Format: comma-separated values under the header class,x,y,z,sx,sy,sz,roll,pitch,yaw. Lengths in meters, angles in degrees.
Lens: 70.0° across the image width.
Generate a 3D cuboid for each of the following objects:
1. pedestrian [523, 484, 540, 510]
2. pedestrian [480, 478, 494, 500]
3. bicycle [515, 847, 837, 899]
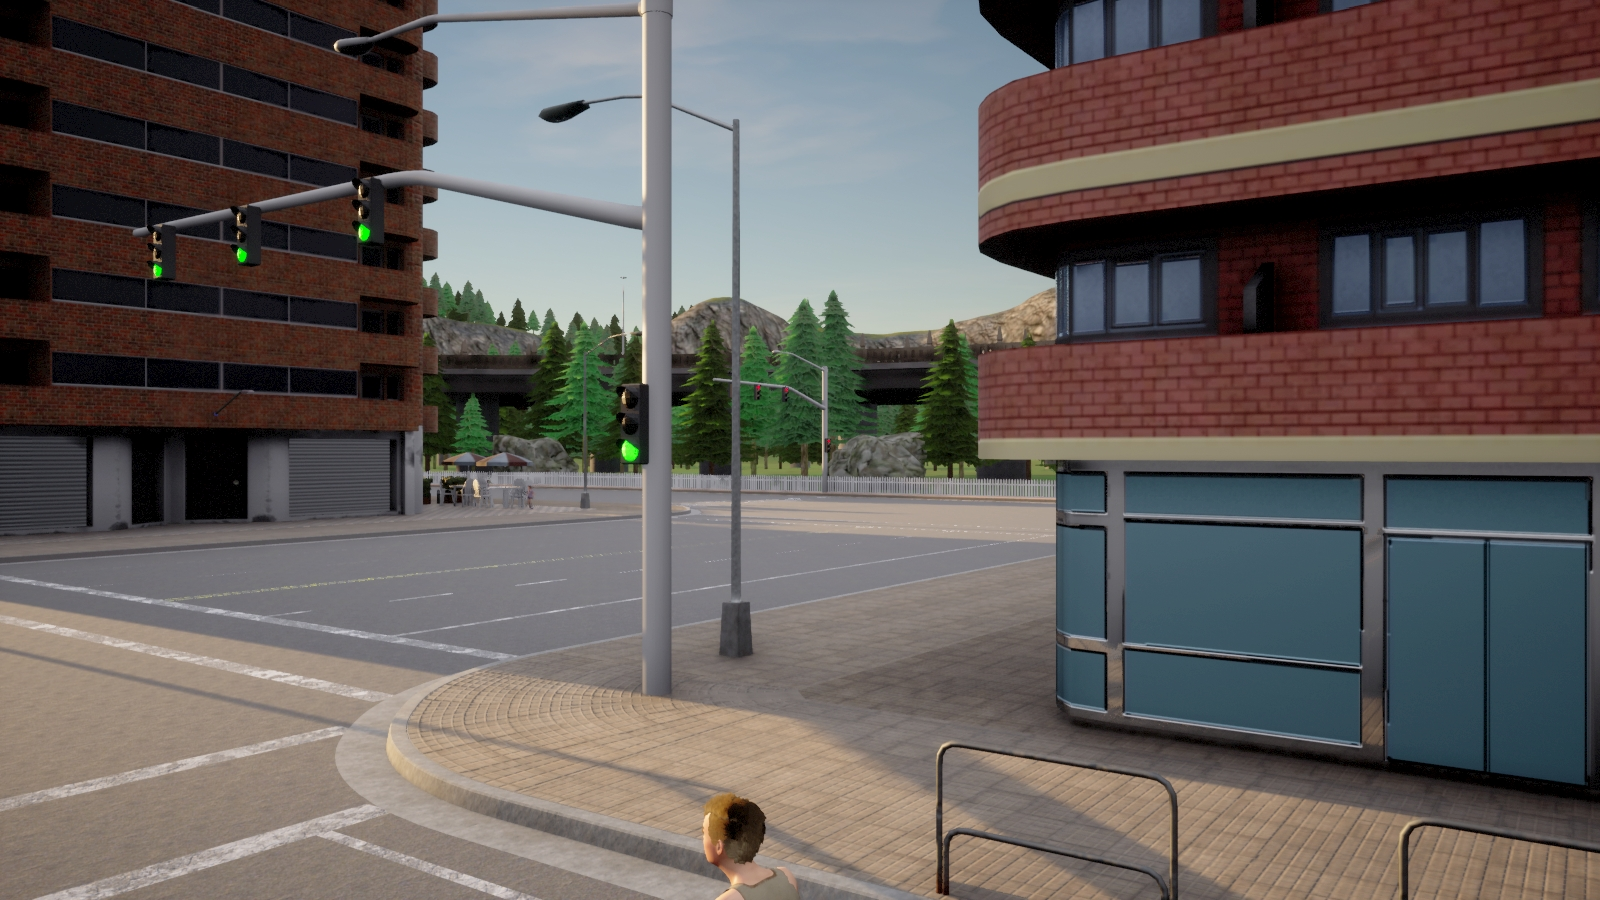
class,x,y,z,sx,sy,sz,roll,pitch,yaw
pedestrian,-11.597,2.022,49.299,0.500,1.100,0.500,0,0,25
pedestrian,-16.120,2.019,58.831,0.500,1.100,0.500,0,0,25
bicycle,-0.301,2.233,4.022,1.487,1.126,0.859,0,0,35
